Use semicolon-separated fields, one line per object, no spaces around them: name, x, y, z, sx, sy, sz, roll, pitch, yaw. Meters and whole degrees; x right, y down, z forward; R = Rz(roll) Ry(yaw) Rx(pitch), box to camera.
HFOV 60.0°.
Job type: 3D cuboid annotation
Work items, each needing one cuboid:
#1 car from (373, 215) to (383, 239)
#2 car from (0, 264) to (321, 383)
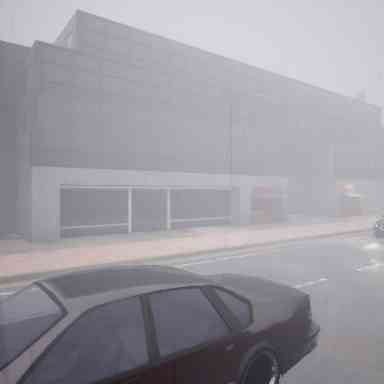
car;10.643;1.505;16.127;4.892;1.490;1.837;0;0;-36
car;-0.892;1.547;3.289;5.357;1.411;2.033;0;0;-37
